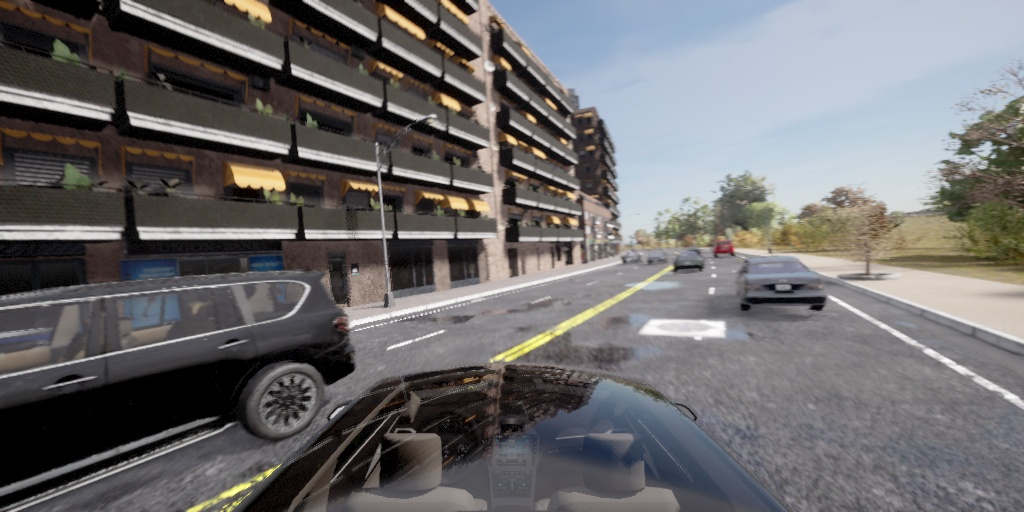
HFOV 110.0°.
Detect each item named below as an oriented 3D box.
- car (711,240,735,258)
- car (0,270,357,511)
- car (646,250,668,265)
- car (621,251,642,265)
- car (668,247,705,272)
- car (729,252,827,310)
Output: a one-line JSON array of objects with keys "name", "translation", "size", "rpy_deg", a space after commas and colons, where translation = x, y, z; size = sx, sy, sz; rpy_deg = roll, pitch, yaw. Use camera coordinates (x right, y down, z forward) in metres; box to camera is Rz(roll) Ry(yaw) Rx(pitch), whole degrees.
[{"name": "car", "translation": [25.974, -0.940, 44.170], "size": [2.150, 2.045, 5.566], "rpy_deg": [-4, 0, 26]}, {"name": "car", "translation": [-4.431, 1.308, 3.587], "size": [2.150, 2.045, 5.566], "rpy_deg": [-4, 0, 32]}, {"name": "car", "translation": [15.669, 0.148, 38.592], "size": [1.812, 1.442, 4.674], "rpy_deg": [-4, 0, 28]}, {"name": "car", "translation": [14.549, 0.209, 43.463], "size": [2.128, 1.511, 4.902], "rpy_deg": [-4, 0, 28]}, {"name": "car", "translation": [13.040, 0.365, 26.463], "size": [1.994, 1.385, 4.181], "rpy_deg": [-4, 0, 29]}, {"name": "car", "translation": [7.886, 0.713, 10.906], "size": [2.033, 1.411, 5.357], "rpy_deg": [-4, 0, 31]}]
